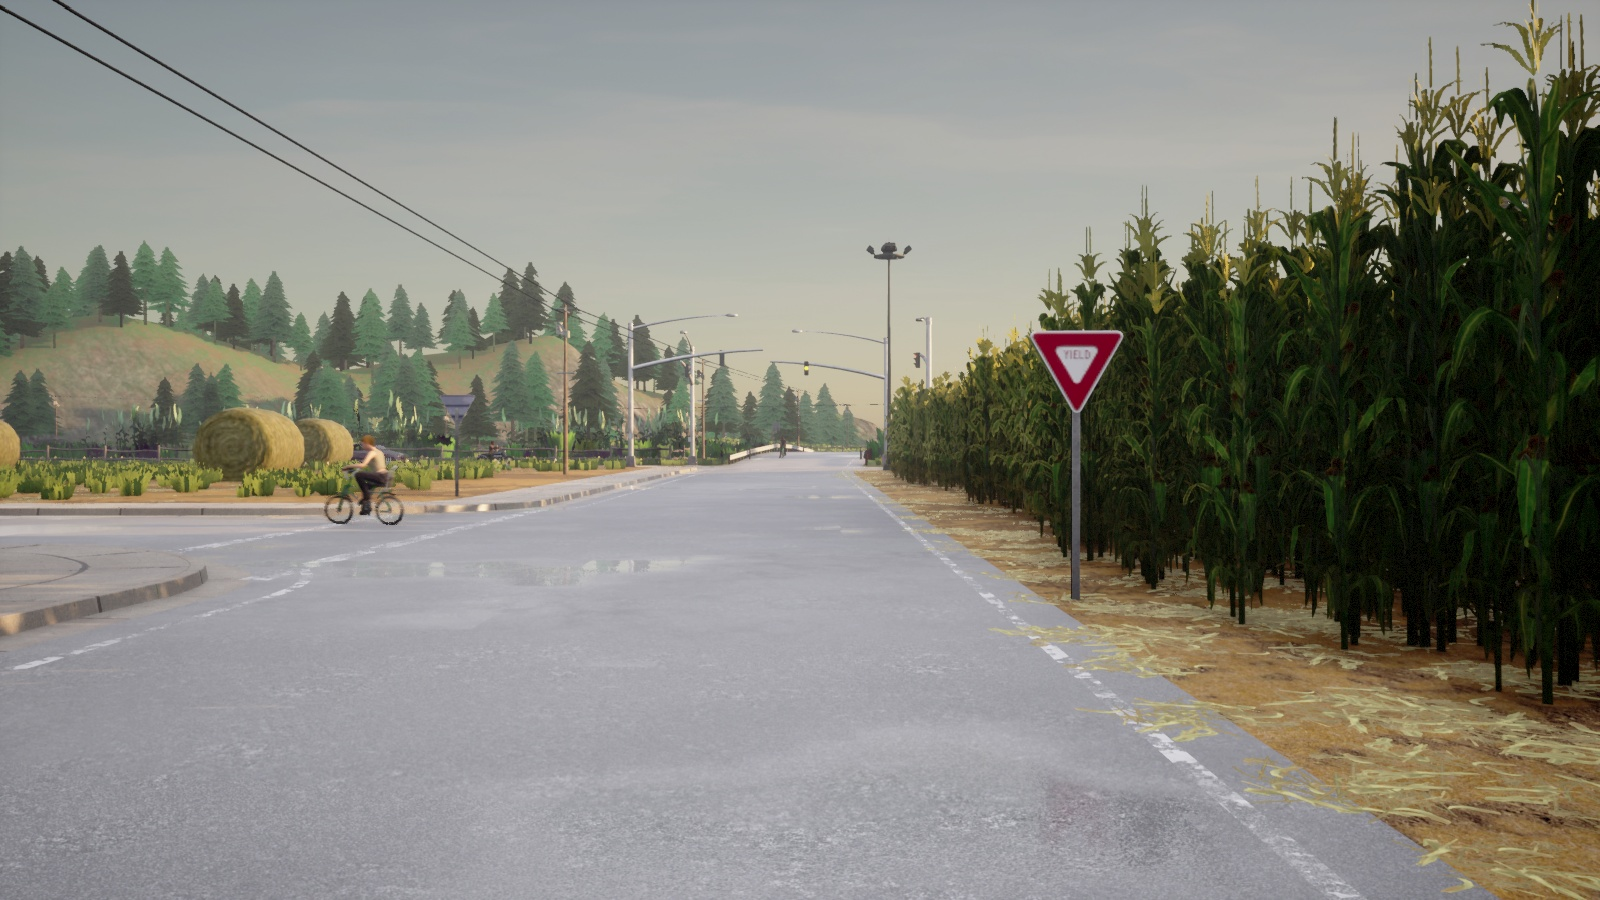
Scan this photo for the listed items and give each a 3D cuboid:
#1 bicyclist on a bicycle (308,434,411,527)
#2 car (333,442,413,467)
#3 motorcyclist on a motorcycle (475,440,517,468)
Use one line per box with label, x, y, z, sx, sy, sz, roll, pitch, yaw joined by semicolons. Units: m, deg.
bicyclist on a bicycle;-7.869;0.529;22.470;1.509;1.612;0.866;1;2;8
car;-25.853;0.275;76.062;4.193;1.474;1.816;0;0;3
motorcyclist on a motorcycle;-18.294;0.220;75.628;2.350;1.649;0.766;0;0;3
